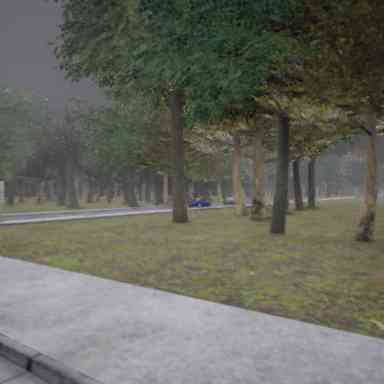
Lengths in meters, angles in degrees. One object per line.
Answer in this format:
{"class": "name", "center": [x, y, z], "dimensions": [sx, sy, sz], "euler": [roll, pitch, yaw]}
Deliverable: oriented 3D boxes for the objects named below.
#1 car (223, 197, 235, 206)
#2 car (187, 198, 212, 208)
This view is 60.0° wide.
{"class": "car", "center": [7.109, 1.657, 58.584], "dimensions": [1.812, 1.442, 4.674], "euler": [0, 0, 35]}
{"class": "car", "center": [1.174, 1.603, 50.084], "dimensions": [1.882, 1.535, 5.008], "euler": [0, 0, 35]}
